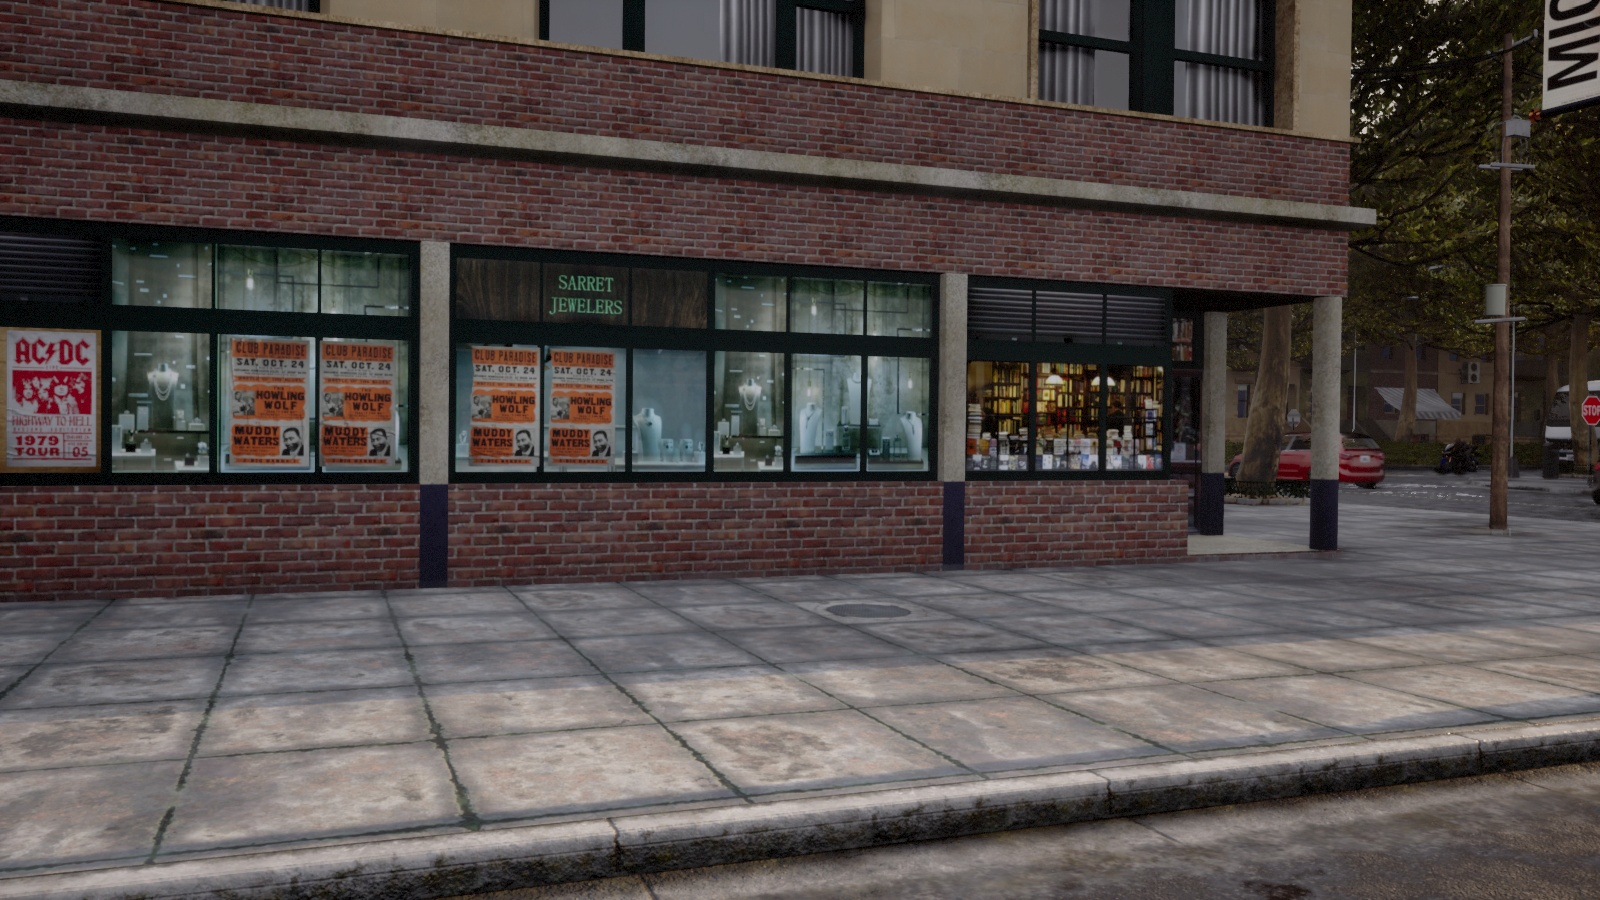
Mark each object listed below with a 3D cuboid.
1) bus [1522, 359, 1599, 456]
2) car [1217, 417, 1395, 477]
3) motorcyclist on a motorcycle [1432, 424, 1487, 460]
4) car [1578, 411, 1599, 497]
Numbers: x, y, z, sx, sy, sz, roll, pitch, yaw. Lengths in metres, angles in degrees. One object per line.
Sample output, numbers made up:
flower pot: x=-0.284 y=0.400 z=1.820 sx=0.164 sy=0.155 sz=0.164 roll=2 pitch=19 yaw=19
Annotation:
bus: x=39.354 y=-1.961 z=58.861 sx=10.273 sy=4.253 sz=3.944 roll=-1 pitch=1 yaw=-21
car: x=15.031 y=-0.132 z=37.605 sx=2.242 sy=1.667 sz=4.611 roll=-1 pitch=1 yaw=-27
motorcyclist on a motorcycle: x=28.802 y=-0.370 z=54.854 sx=2.191 sy=1.530 sz=0.866 roll=-1 pitch=1 yaw=-21
car: x=17.282 y=0.080 z=23.112 sx=2.242 sy=1.667 sz=4.611 roll=-1 pitch=1 yaw=-22
